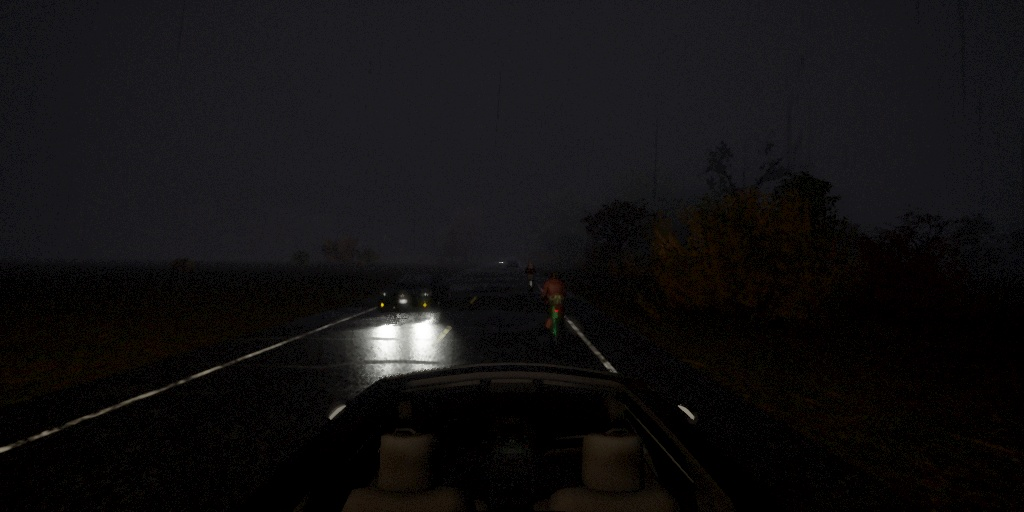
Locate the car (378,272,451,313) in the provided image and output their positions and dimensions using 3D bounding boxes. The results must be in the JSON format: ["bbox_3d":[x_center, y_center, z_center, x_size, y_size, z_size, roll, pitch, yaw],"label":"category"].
[{"bbox_3d":[-3.599,1.314,13.872,1.994,1.385,4.181,0,0,0],"label":"car"}]

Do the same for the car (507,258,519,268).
[{"bbox_3d":[0.106,1.314,60.181,1.994,1.385,4.181,0,0,0],"label":"car"}]

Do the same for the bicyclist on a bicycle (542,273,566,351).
[{"bbox_3d":[0.963,1.203,8.043,0.582,1.620,1.656,0,0,0],"label":"bicyclist on a bicycle"}]

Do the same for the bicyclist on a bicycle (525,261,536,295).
[{"bbox_3d":[0.964,1.120,18.618,0.659,1.776,1.843,0,0,0],"label":"bicyclist on a bicycle"}]
